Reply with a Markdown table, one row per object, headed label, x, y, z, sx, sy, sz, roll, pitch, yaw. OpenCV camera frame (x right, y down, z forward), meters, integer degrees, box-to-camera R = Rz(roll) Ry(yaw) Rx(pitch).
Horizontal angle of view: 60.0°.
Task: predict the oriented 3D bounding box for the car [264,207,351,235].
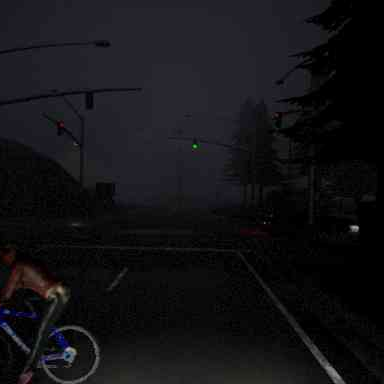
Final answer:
| label | x | y | z | sx | sy | sz | roll | pitch | yaw |
| --- | --- | --- | --- | --- | --- | --- | --- | --- | --- |
| car | 6.664 | 1.636 | 19.380 | 4.902 | 1.511 | 2.128 | 1 | 0 | -4 |

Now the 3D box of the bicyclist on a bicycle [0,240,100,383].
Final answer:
| label | x | y | z | sx | sy | sz | roll | pitch | yaw |
| --- | --- | --- | --- | --- | --- | --- | --- | --- | --- |
| bicyclist on a bicycle | -1.847 | 1.363 | 3.695 | 1.656 | 1.620 | 0.582 | -1 | 1 | 0 |
